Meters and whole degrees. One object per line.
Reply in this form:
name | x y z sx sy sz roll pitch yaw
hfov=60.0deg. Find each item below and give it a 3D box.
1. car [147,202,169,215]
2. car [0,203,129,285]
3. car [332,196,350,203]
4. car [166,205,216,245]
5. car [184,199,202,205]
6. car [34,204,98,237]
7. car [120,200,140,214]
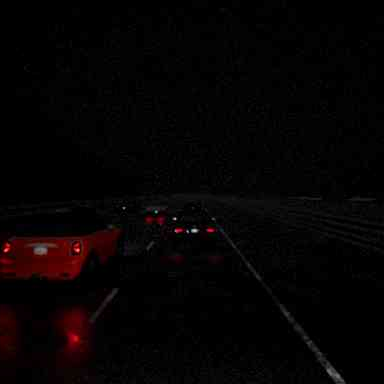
car | -3.399 1.618 33.930 1.895 1.301 4.718 0 0 0
car | -3.407 1.352 9.624 2.097 1.767 4.553 0 0 0
car | 36.889 1.780 82.238 2.033 1.649 4.856 0 0 -34
car | 0.099 1.551 15.423 2.033 1.411 5.357 0 0 0
car | 0.102 1.498 37.033 1.882 1.535 5.008 0 0 0
car | -6.901 1.501 18.778 1.812 1.442 4.674 0 0 0
car | -6.900 1.584 35.951 1.994 1.385 4.181 0 0 0
